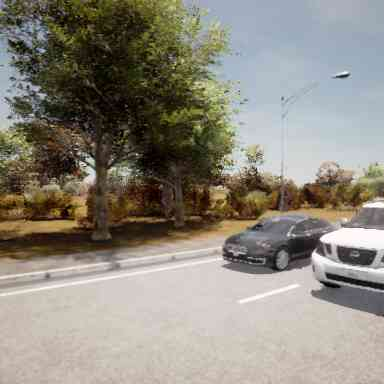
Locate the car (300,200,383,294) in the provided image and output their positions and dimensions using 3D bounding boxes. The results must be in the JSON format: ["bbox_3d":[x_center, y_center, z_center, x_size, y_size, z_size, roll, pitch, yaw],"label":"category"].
[{"bbox_3d":[5.240,1.238,8.215,5.566,2.045,2.150,0,0,-40],"label":"car"}]

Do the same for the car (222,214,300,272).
[{"bbox_3d":[3.122,1.529,11.034,4.892,1.490,1.837,0,0,-40],"label":"car"}]
